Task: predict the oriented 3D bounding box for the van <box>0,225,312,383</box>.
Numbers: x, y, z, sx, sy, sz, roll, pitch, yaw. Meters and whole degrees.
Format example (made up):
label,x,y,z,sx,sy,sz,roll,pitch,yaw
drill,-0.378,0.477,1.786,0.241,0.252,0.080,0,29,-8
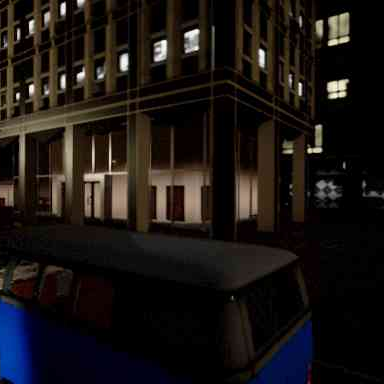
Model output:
label,x,y,z,sx,sy,sz,roll,pitch,yaw
van,-0.831,1.322,3.467,3.998,1.788,1.690,1,0,35
